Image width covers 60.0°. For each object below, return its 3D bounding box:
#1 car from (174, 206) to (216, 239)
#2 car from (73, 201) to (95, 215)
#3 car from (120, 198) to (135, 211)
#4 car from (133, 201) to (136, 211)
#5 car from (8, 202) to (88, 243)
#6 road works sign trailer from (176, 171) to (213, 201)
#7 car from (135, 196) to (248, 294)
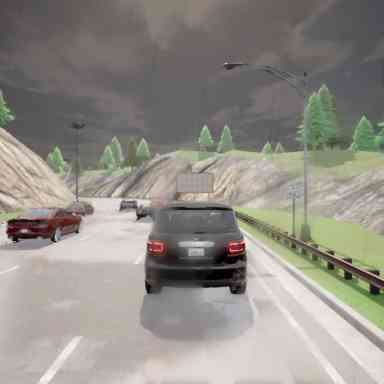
[{"bbox_3d":[0.120,1.559,18.115,1.994,1.385,4.181,0,0,-1],"label":"car"},{"bbox_3d":[-10.586,1.564,31.356,1.994,1.385,4.181,0,0,-2],"label":"car"},{"bbox_3d":[-7.766,1.490,41.021,2.128,1.511,4.902,0,0,-6],"label":"car"},{"bbox_3d":[-3.476,1.601,28.086,1.895,1.301,4.718,0,0,-1],"label":"car"},{"bbox_3d":[-6.919,1.478,16.220,1.882,1.535,5.008,0,0,0],"label":"car"},{"bbox_3d":[0.188,0.464,21.612,2.380,3.560,2.880,0,0,0],"label":"road works sign trailer"},{"bbox_3d":[0.088,1.221,8.898,2.150,2.045,5.566,0,0,0],"label":"car"}]
